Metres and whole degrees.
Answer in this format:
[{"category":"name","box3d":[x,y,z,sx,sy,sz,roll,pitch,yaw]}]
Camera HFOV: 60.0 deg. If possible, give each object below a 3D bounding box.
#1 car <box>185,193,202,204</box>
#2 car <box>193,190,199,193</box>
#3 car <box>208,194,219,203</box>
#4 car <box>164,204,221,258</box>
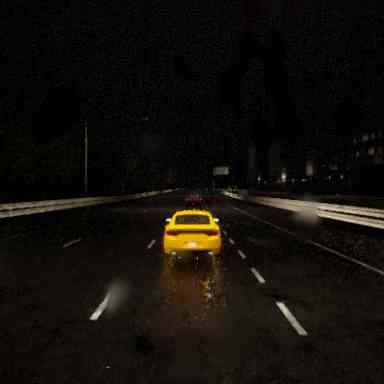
[{"category":"car","box3d":[0.196,1.299,42.353,1.882,1.535,5.008,0,0,1]},{"category":"car","box3d":[0.565,1.020,72.341,1.882,1.535,5.008,0,1,1]},{"category":"car","box3d":[4.019,1.172,62.481,1.882,1.535,5.008,0,1,1]},{"category":"car","box3d":[0.020,1.450,12.707,1.882,1.535,5.008,0,0,0]}]
